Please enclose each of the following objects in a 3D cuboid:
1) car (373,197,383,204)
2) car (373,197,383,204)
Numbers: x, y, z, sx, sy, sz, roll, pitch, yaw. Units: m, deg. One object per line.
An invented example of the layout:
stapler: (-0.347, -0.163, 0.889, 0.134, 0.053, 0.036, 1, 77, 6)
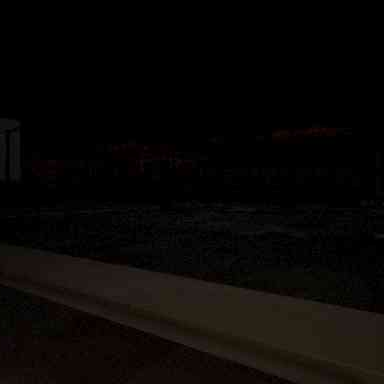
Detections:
car: (37.527, 1.734, 65.323, 2.038, 1.542, 4.974, 1, 1, 6)
car: (37.534, 1.576, 65.374, 1.853, 1.218, 4.536, 1, 1, 6)
